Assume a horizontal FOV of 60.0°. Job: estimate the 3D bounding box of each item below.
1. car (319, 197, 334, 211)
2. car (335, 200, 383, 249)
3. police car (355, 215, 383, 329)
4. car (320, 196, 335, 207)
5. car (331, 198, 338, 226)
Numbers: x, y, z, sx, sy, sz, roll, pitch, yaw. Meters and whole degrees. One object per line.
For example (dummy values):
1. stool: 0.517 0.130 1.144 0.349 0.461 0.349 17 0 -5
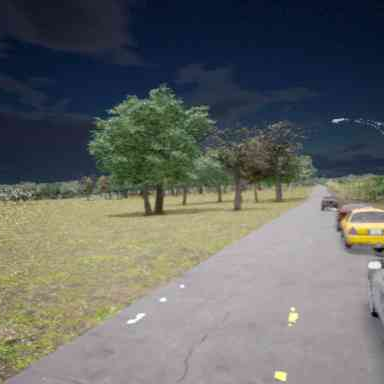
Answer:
1. car: 16.367 1.397 39.669 1.837 1.490 4.892 -3 -1 22
2. car: 7.066 1.311 13.507 1.801 1.575 5.366 -3 -1 21
3. police car: 3.415 1.323 4.108 1.930 1.638 5.238 -3 -1 21
4. car: 21.034 1.454 51.727 2.033 1.411 5.357 -3 -1 21
5. car: 9.171 1.320 18.926 1.882 1.535 5.008 -3 -1 21
